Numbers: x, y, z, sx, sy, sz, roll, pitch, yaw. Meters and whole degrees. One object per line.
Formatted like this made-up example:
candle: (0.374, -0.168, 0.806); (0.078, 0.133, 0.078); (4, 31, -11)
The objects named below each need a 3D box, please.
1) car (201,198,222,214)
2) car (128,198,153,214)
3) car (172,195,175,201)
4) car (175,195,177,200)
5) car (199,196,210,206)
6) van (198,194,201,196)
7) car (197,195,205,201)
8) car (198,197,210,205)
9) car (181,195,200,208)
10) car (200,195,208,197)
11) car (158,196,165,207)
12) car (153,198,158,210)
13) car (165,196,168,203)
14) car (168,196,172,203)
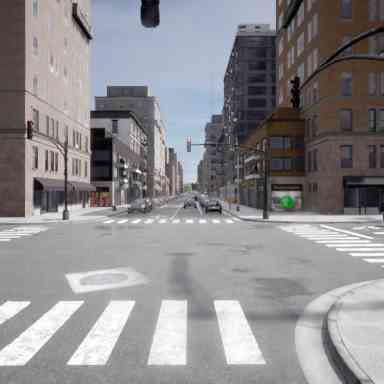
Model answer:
car: (2.261, 1.606, 36.149); (1.947, 1.339, 4.313); (0, 0, 0)
car: (-5.764, 1.480, 36.143); (1.967, 1.590, 4.097); (0, 0, 0)
car: (-5.802, 1.694, 80.229); (2.008, 1.369, 4.403); (0, 0, 0)
car: (-5.811, 1.720, 91.251); (1.887, 1.381, 4.507); (0, 0, 0)
car: (2.252, 1.641, 47.172); (1.802, 1.307, 4.206); (0, 0, 0)
van: (2.242, 1.424, 58.193); (1.690, 1.788, 3.998); (0, 0, 0)
car: (2.218, 1.600, 85.747); (1.967, 1.590, 4.097); (0, 0, 0)
car: (2.237, 1.647, 63.704); (2.008, 1.369, 4.403); (0, 0, 0)
car: (-0.290, 1.613, 50.164); (2.033, 1.411, 5.357); (0, 0, 0)
car: (2.247, 1.637, 52.682); (1.947, 1.339, 4.313); (0, 0, 0)
car: (-5.778, 1.653, 52.675); (1.802, 1.307, 4.206); (0, 0, 0)
car: (-5.768, 1.489, 41.654); (1.967, 1.590, 4.097); (0, 0, 0)
car: (-5.783, 1.634, 58.186); (2.008, 1.369, 4.403); (0, 0, 0)
car: (-5.793, 1.552, 69.208); (1.967, 1.590, 4.097); (0, 0, 0)
